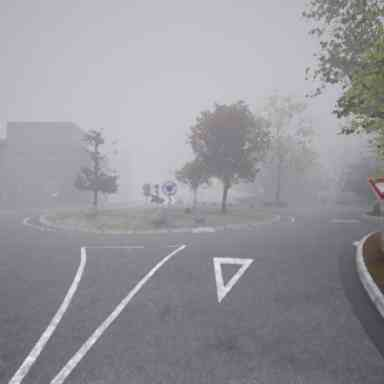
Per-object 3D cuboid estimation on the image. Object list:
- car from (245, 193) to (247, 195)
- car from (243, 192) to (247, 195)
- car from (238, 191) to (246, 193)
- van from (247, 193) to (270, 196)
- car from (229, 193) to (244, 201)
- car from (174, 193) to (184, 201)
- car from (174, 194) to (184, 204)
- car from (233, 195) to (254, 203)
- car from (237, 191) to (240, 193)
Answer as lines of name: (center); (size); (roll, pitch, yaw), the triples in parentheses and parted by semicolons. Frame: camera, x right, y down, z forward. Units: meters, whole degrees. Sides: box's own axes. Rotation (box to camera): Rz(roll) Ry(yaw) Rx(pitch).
car: (15.798, 1.551, 79.793); (4.792, 1.488, 2.163); (0, 1, -1)
car: (15.738, 1.442, 85.343); (4.792, 1.488, 2.163); (0, 1, -1)
car: (15.655, 1.305, 90.890); (5.008, 1.535, 2.097); (0, 1, -1)
van: (15.682, 1.350, 77.013); (4.442, 1.987, 1.878); (0, 1, -1)
car: (10.677, 1.524, 80.394); (1.812, 1.442, 4.674); (0, 1, -1)
car: (-3.090, 1.138, 78.556); (2.097, 1.767, 4.553); (0, 0, -1)
car: (-2.674, 1.376, 58.893); (1.812, 1.442, 4.674); (0, 0, -2)
car: (10.906, 1.742, 69.030); (1.895, 1.301, 4.718); (1, -1, -16)
car: (15.651, 1.126, 93.663); (4.553, 1.767, 2.185); (0, 1, -1)
